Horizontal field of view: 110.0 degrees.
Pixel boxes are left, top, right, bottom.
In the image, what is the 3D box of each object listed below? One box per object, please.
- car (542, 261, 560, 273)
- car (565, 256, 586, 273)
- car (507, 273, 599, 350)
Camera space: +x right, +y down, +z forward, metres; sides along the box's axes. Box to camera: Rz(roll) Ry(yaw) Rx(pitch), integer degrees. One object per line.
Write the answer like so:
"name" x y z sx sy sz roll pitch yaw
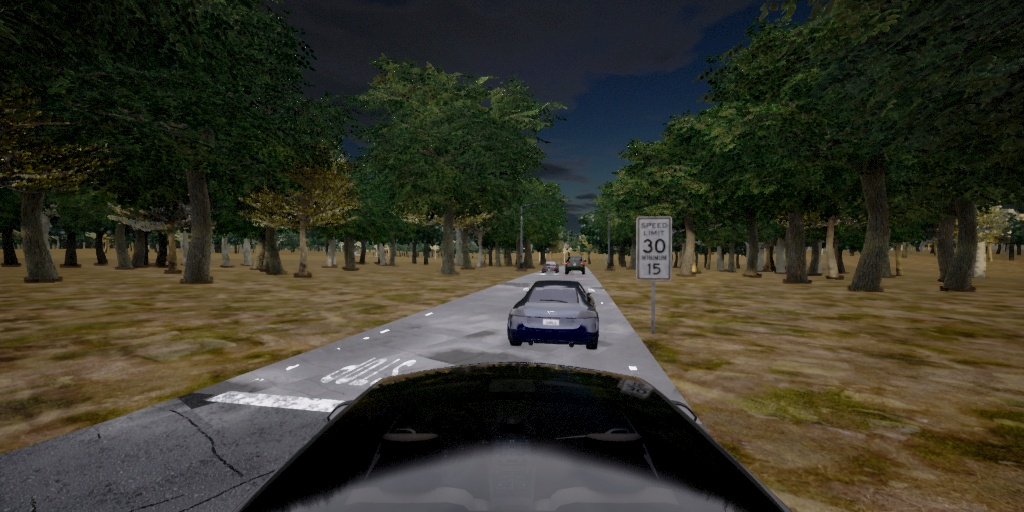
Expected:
"car" 4.803 1.358 44.377 1.812 1.442 4.674 0 0 11
"car" 7.245 1.033 40.964 2.150 2.045 5.566 0 0 12
"car" 1.164 1.307 9.215 1.994 1.385 4.181 0 0 11
